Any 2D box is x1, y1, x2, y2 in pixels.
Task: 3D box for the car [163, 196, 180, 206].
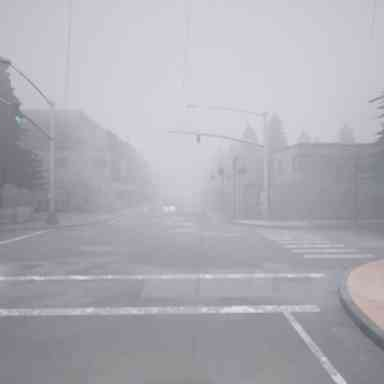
[{"bbox_3d":[-3.520,1.471,52.809,2.128,1.511,4.902,0,0,0],"label":"car"}]
